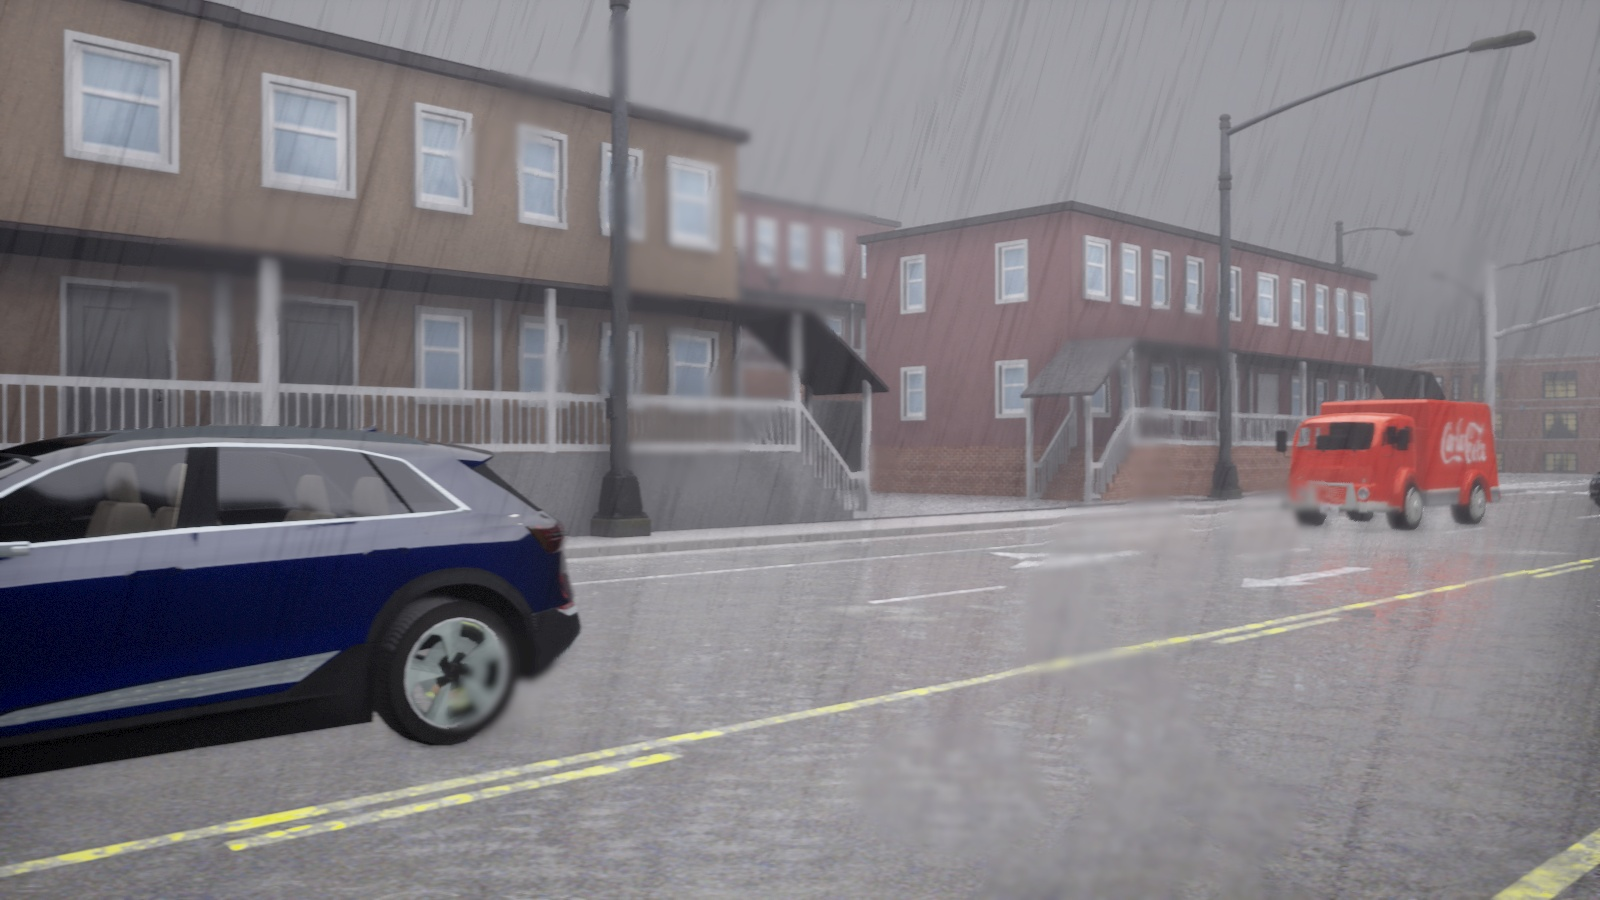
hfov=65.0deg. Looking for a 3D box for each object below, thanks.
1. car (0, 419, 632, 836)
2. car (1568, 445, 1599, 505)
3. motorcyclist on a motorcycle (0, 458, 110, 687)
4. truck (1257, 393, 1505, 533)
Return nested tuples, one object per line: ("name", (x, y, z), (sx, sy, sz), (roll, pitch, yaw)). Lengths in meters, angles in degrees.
("car", (-3.416, 0.703, 6.110), (4.856, 1.649, 2.033), (0, 0, -43))
("car", (22.401, 0.617, 32.542), (4.902, 1.511, 2.128), (0, 0, -29))
("motorcyclist on a motorcycle", (-5.976, 0.826, 8.459), (2.191, 1.530, 0.866), (0, 0, -41))
("truck", (11.523, 0.226, 24.735), (5.204, 2.467, 2.627), (0, 0, -43))
